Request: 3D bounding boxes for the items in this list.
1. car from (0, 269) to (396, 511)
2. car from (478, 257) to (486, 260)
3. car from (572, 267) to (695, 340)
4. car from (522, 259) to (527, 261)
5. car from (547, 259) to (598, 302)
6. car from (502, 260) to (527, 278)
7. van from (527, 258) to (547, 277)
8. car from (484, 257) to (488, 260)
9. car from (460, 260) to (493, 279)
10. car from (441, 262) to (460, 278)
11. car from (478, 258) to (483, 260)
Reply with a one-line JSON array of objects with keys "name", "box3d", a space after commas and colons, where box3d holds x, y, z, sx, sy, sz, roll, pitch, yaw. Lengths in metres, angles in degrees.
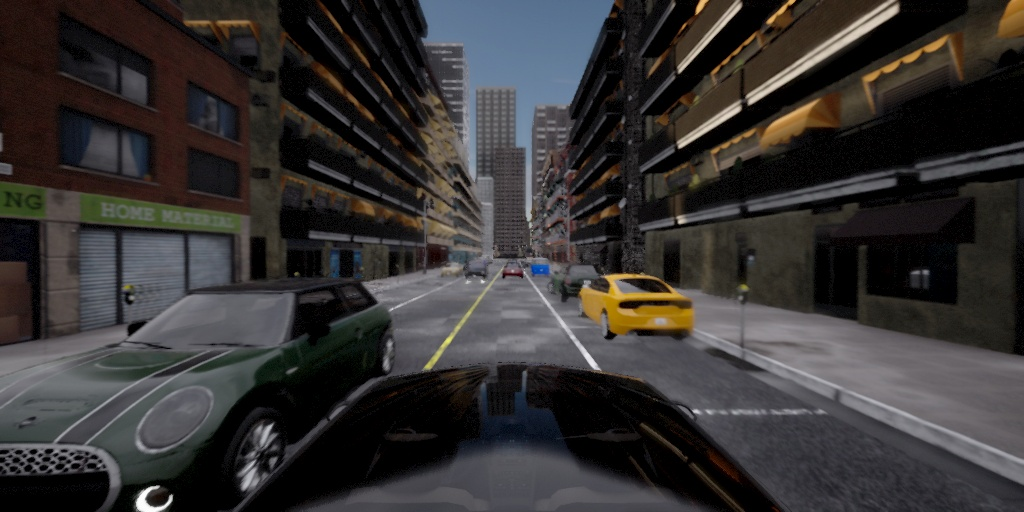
[{"name": "car", "box3d": [-3.069, 1.101, 4.328, 2.097, 1.767, 4.553, 0, 0, 0]}, {"name": "car", "box3d": [-5.694, 1.297, 56.817, 1.888, 1.381, 4.507, 0, 0, 0]}, {"name": "car", "box3d": [3.139, 1.226, 10.044, 1.882, 1.535, 5.008, 0, 0, 0]}, {"name": "car", "box3d": [2.687, 1.303, 56.804, 2.007, 1.370, 4.403, 0, 0, 0]}, {"name": "car", "box3d": [3.091, 1.099, 17.066, 2.097, 1.767, 4.553, 0, 0, -1]}, {"name": "car", "box3d": [0.071, 1.312, 33.849, 1.994, 1.385, 4.181, 0, 0, 0]}, {"name": "van", "box3d": [2.688, 1.089, 34.711, 1.690, 1.789, 3.998, 0, 0, 0]}, {"name": "car", "box3d": [-5.695, 1.299, 62.341, 1.888, 1.381, 4.507, 0, 0, 0]}, {"name": "car", "box3d": [-3.096, 1.295, 32.426, 2.033, 1.411, 5.357, 0, 0, 0]}, {"name": "car", "box3d": [-5.694, 1.273, 34.553, 1.751, 1.417, 4.829, 0, 0, 0]}, {"name": "car", "box3d": [-5.694, 1.316, 51.293, 1.948, 1.339, 4.313, 0, 0, 0]}]
